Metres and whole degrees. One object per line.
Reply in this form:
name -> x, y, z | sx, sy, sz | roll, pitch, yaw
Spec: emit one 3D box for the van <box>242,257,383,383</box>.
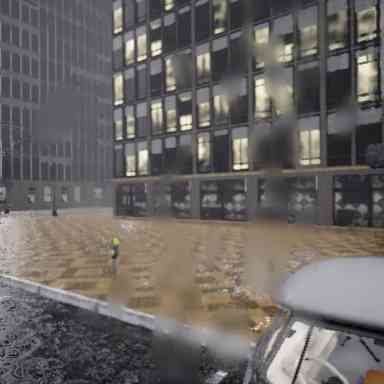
van -> 2.086, 1.331, 1.391 | 3.998, 1.788, 1.690 | -1, -1, 36
